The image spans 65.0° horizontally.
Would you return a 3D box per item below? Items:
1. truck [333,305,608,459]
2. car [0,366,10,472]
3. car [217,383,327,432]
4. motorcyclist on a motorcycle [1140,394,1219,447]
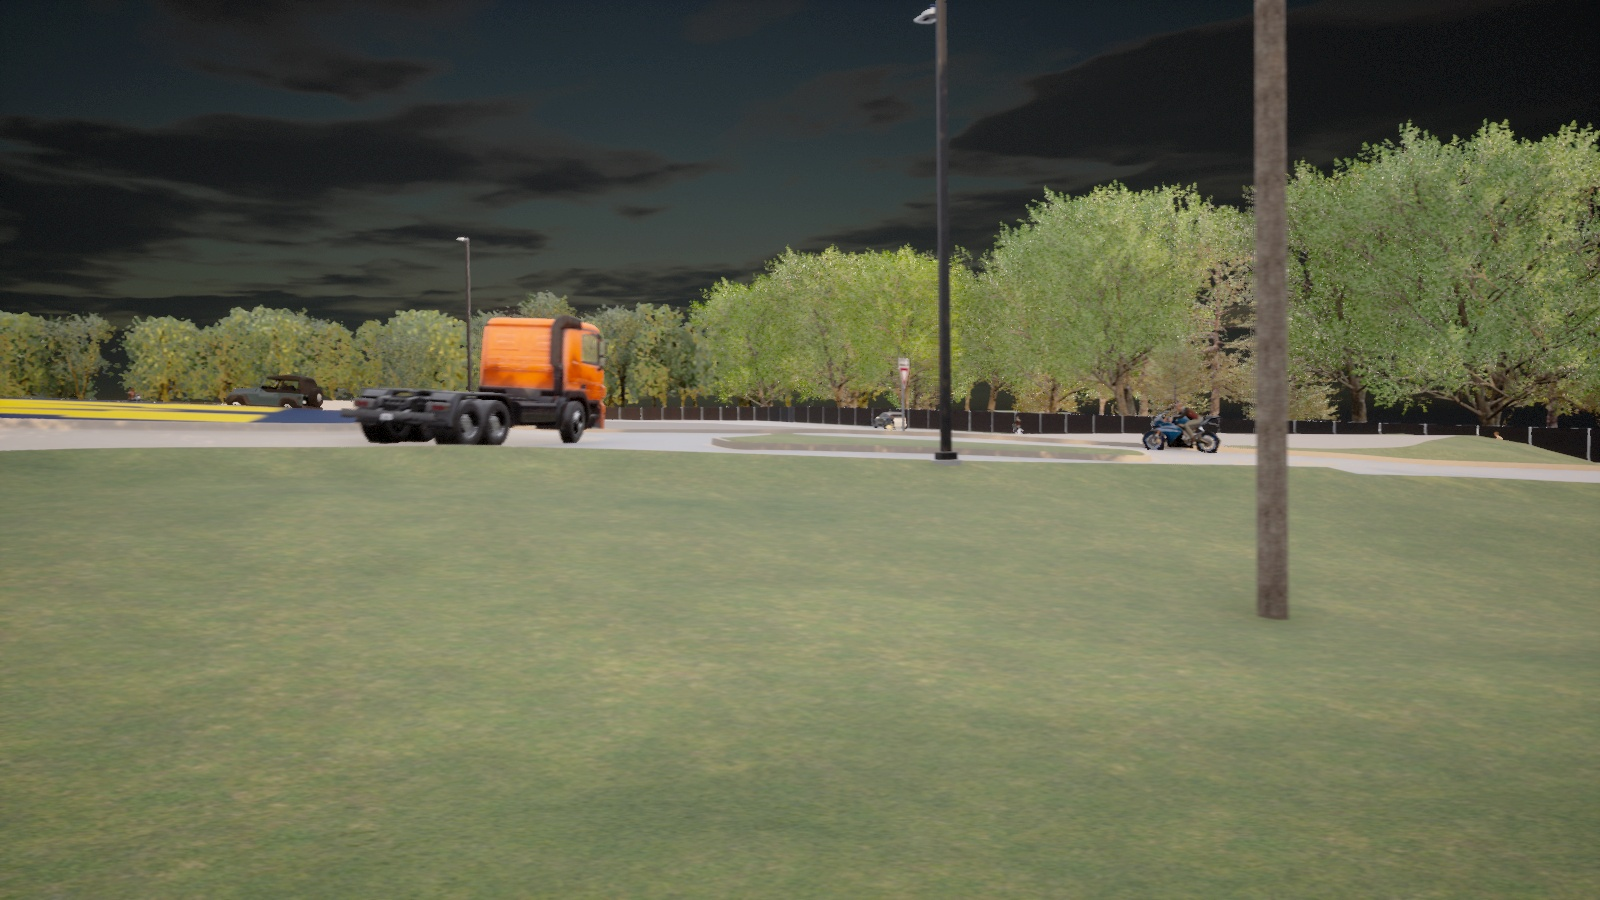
[{"bbox_3d":[-8.194,-1.729,32.543,2.891,3.462,7.936,2,3,19],"label":"truck"},{"bbox_3d":[-15.290,-0.460,19.639,4.553,1.767,2.097,-1,1,-17],"label":"car"},{"bbox_3d":[-22.747,-1.839,54.218,3.866,1.878,1.905,2,-1,5],"label":"car"},{"bbox_3d":[11.408,-0.901,37.787,2.191,1.530,0.866,2,2,14],"label":"motorcyclist on a motorcycle"}]
